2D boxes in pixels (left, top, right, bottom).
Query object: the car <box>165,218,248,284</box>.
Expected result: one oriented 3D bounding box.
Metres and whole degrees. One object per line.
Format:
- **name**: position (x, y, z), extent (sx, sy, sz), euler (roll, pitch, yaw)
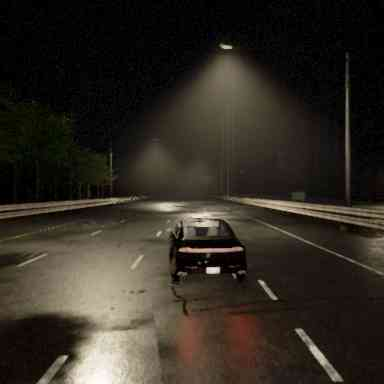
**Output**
- **car**: position (0.281, 1.493, 9.672), extent (2.128, 1.511, 4.902), euler (0, 0, -4)
